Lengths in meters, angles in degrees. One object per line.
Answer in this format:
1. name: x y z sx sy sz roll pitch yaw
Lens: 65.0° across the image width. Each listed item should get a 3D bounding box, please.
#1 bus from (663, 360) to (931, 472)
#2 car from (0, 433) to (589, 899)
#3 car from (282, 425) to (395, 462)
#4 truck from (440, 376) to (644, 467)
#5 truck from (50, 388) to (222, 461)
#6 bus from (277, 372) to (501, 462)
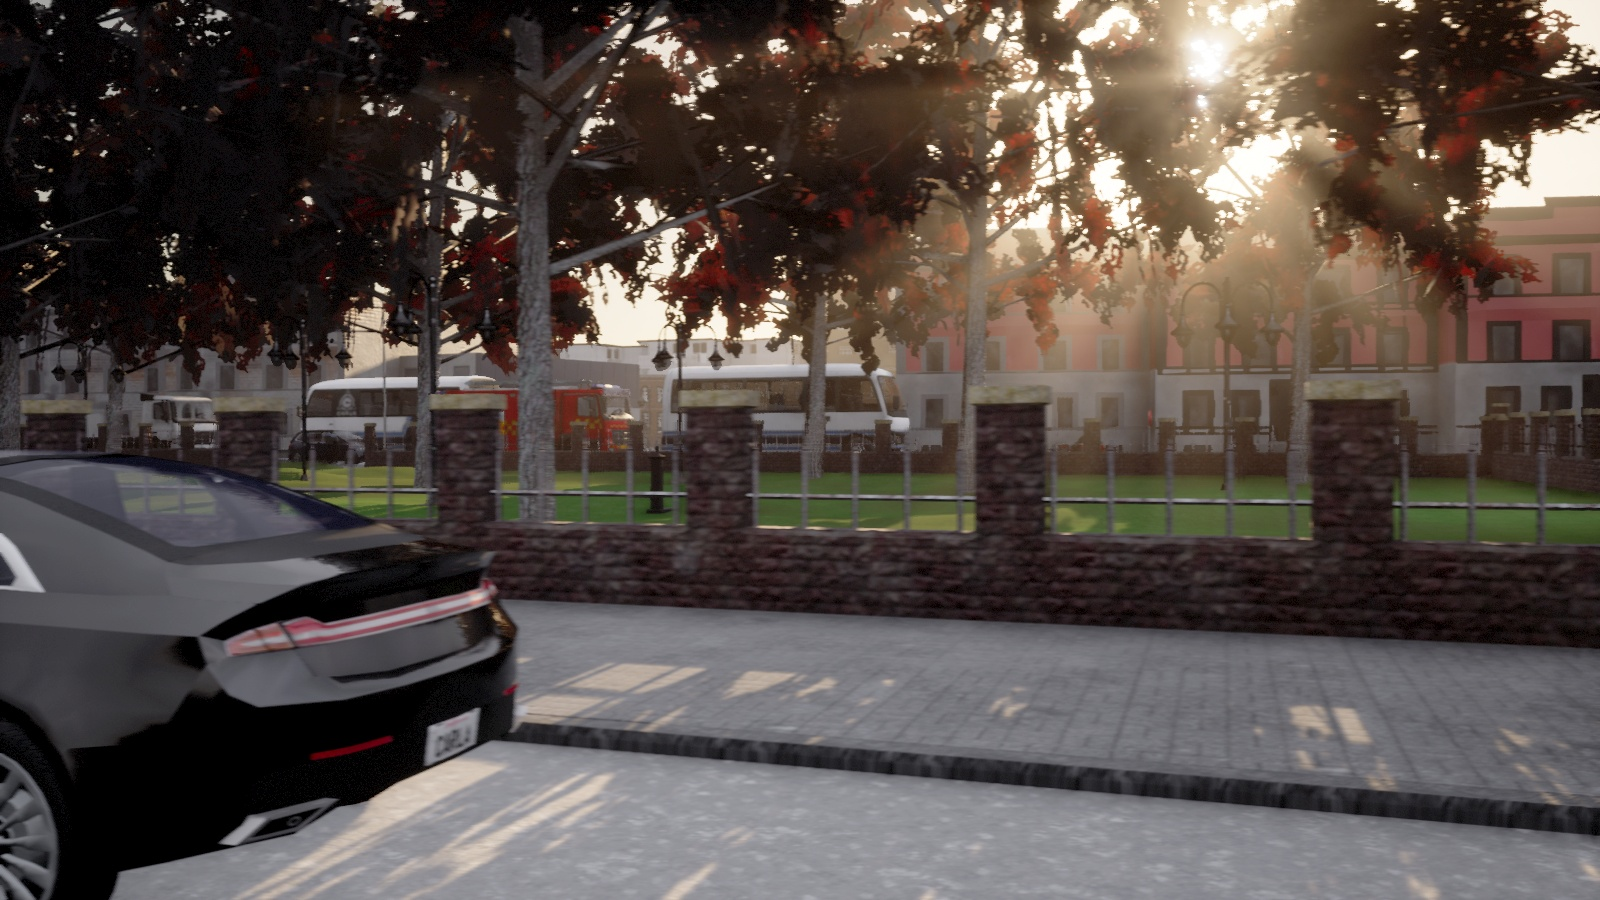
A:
1. bus: -0.104 -1.370 51.531 10.273 4.253 3.944 1 1 19
2. car: -3.541 0.692 4.964 4.902 1.511 2.128 0 1 17
3. car: -21.590 -0.338 58.792 4.611 1.667 2.242 1 1 19
4. truck: -11.365 -1.256 55.331 8.468 3.827 2.891 0 1 19
5. truck: -33.115 -1.264 62.655 7.936 3.462 2.891 0 1 19
6. bus: -20.471 -1.615 62.618 10.273 4.253 3.944 1 1 19
